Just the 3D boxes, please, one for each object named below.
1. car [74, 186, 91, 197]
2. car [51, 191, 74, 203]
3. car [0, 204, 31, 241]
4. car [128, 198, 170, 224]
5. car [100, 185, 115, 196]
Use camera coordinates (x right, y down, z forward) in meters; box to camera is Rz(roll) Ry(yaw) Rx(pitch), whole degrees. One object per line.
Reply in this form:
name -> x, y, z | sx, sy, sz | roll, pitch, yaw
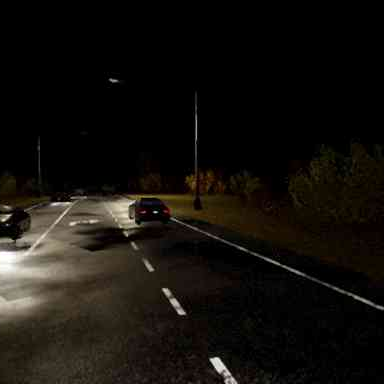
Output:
car -> -20.110, 0.145, 59.793 | 2.033, 1.411, 5.357 | 0, 1, -10
car -> -16.447, 0.605, 41.784 | 1.994, 1.385, 4.181 | -1, 1, -15
car -> -8.226, 1.244, 14.238 | 1.994, 1.385, 4.181 | -1, 1, -17
car -> -2.688, 1.078, 20.107 | 2.033, 1.411, 5.357 | -1, 1, -17
car -> -16.605, -0.339, 65.983 | 2.150, 2.045, 5.566 | -1, 2, -17
